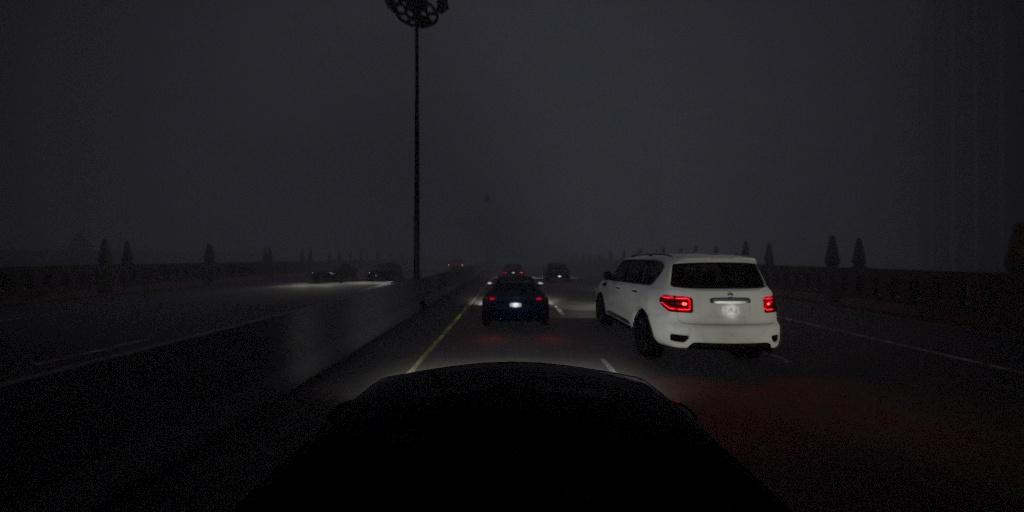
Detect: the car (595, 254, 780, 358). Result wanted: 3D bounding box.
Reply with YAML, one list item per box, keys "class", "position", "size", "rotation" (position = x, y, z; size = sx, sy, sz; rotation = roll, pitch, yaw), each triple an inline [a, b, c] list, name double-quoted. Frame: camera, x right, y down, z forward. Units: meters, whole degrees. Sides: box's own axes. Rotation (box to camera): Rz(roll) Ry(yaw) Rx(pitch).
- class: "car"
  position: [3.600, 0.973, 8.586]
  size: [2.150, 2.045, 5.566]
  rotation: [0, 0, 0]

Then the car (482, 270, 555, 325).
- class: "car"
  position: [0.100, 1.316, 11.858]
  size: [1.994, 1.385, 4.181]
  rotation: [0, 0, 0]

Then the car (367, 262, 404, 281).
- class: "car"
  position: [-10.597, 1.280, 30.355]
  size: [1.837, 1.490, 4.892]
  rotation: [0, 0, 0]

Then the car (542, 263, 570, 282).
- class: "car"
  position: [3.598, 1.279, 29.525]
  size: [1.837, 1.490, 4.892]
  rotation: [0, 0, 0]

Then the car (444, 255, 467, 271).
- class: "car"
  position: [-7.078, 1.153, 46.666]
  size: [2.097, 1.767, 4.553]
  rotation: [0, 0, 0]

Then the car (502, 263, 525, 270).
- class: "car"
  position: [0.098, 1.322, 29.711]
  size: [2.033, 1.411, 5.357]
  rotation: [0, 0, 0]

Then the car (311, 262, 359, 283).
- class: "car"
  position: [-14.096, 1.250, 28.815]
  size: [1.882, 1.535, 5.008]
  rotation: [0, 0, 0]
